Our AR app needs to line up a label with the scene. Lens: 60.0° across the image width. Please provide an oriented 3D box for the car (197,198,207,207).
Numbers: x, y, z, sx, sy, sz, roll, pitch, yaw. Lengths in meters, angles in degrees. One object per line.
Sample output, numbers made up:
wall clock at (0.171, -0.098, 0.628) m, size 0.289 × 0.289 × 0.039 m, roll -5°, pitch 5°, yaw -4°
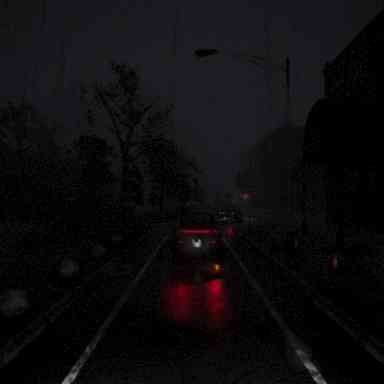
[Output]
car at (2.186, 2.674, 78.696) m, size 2.033 × 1.411 × 5.357 m, roll 0°, pitch 0°, yaw 2°

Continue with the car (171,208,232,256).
car at (0.192, 1.592, 13.549) m, size 2.128 × 1.511 × 4.902 m, roll 0°, pitch -1°, yaw 0°

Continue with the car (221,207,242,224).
car at (3.471, 2.097, 30.533) m, size 2.128 × 1.511 × 4.902 m, roll 0°, pitch -2°, yaw 16°

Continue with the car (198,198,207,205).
car at (2.916, 2.523, 91.491) m, size 2.097 × 1.767 × 4.553 m, roll 0°, pitch -1°, yaw 5°
